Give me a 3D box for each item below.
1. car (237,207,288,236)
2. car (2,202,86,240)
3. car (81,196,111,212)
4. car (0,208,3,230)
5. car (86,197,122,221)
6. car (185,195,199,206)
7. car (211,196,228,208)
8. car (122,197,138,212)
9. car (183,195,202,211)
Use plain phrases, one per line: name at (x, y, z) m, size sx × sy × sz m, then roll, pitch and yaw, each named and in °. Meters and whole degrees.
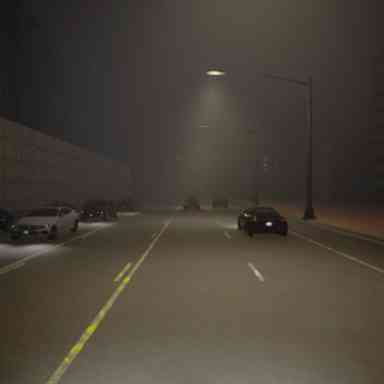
car at (3.603, 1.460, 17.558) m, size 1.994 × 1.385 × 4.181 m, roll 0°, pitch 0°, yaw 0°
car at (-7.075, 1.429, 16.516) m, size 1.812 × 1.442 × 4.674 m, roll 0°, pitch 0°, yaw 0°
car at (-10.493, 1.262, 36.772) m, size 1.882 × 1.535 × 5.008 m, roll 0°, pitch 0°, yaw 0°
car at (-10.578, 1.429, 16.458) m, size 1.812 × 1.442 × 4.674 m, roll 0°, pitch 0°, yaw 0°
car at (-7.061, 1.354, 25.762) m, size 1.837 × 1.490 × 4.892 m, roll 0°, pitch 0°, yaw 1°
car at (0.020, 1.192, 48.738) m, size 1.882 × 1.535 × 5.008 m, roll 0°, pitch 1°, yaw 0°
car at (3.558, 1.275, 42.666) m, size 1.812 × 1.442 × 4.674 m, roll 0°, pitch 0°, yaw 0°
car at (-6.993, 1.294, 35.938) m, size 1.837 × 1.490 × 4.892 m, roll 0°, pitch 0°, yaw 0°
car at (0.007, 1.306, 37.552) m, size 1.812 × 1.442 × 4.674 m, roll 0°, pitch 0°, yaw 0°
